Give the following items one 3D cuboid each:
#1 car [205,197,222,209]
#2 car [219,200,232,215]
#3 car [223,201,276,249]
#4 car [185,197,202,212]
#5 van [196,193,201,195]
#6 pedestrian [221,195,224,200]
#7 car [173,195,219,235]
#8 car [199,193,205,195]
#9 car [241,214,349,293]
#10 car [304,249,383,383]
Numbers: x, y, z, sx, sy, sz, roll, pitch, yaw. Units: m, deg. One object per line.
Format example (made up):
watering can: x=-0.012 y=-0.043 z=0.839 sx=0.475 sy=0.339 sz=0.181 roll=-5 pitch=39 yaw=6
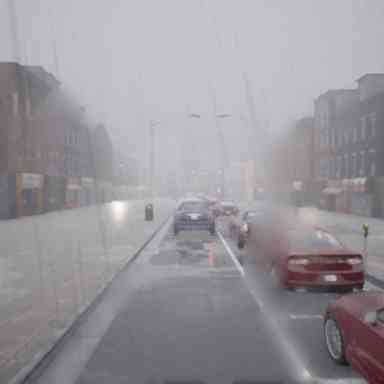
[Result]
car: x=2.661 y=1.368 z=42.313 sx=1.887 sy=1.381 sz=4.507 roll=-1 pitch=0 yaw=0
car: x=2.772 y=1.388 z=27.841 sx=1.812 sy=1.442 sz=4.674 roll=0 pitch=0 yaw=0
car: x=2.640 y=1.358 z=14.184 sx=1.967 sy=1.590 sz=4.097 roll=-1 pitch=0 yaw=0
car: x=0.143 y=1.361 z=36.616 sx=1.812 sy=1.442 sz=4.674 roll=0 pitch=0 yaw=0
van: x=2.687 y=1.223 z=86.149 sx=1.690 sy=1.788 sz=3.998 roll=-1 pitch=0 yaw=0
pedestrian: x=2.774 y=1.146 z=30.668 sx=0.375 sy=1.860 sz=0.375 roll=-1 pitch=1 yaw=0
car: x=0.113 y=1.250 z=18.293 sx=2.097 sy=1.767 sz=4.553 roll=0 pitch=0 yaw=0
car: x=2.673 y=1.366 z=59.190 sx=2.008 sy=1.369 sz=4.403 roll=-1 pitch=0 yaw=0
car: x=2.637 y=1.492 z=8.558 sx=1.887 sy=1.381 sz=4.507 roll=-1 pitch=0 yaw=0
car: x=2.633 y=1.562 z=2.933 sx=1.802 sy=1.307 sz=4.206 roll=-1 pitch=0 yaw=0
